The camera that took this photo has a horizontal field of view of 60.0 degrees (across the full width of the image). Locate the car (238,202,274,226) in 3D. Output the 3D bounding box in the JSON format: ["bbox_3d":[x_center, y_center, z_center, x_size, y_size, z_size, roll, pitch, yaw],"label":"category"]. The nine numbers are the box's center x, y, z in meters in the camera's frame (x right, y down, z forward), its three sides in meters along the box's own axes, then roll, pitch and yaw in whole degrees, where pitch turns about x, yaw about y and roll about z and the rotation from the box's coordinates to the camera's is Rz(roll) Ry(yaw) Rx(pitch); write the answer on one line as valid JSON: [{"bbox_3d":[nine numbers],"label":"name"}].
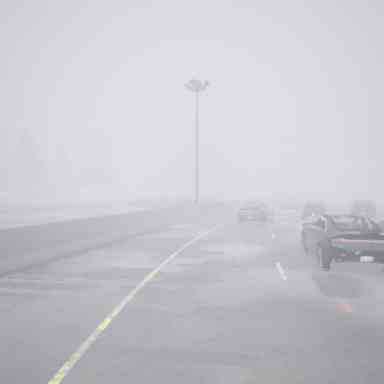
[{"bbox_3d":[4.574,1.448,23.421,2.128,1.511,4.902,0,0,22],"label":"car"}]

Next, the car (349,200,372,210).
[{"bbox_3d":[14.848,1.451,28.932,1.837,1.490,4.892,0,0,26],"label":"car"}]

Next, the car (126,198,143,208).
[{"bbox_3d":[-7.427,1.476,47.228,1.994,1.385,4.181,0,0,28],"label":"car"}]

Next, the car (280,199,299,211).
[{"bbox_3d":[11.496,1.478,37.998,2.033,1.411,5.357,0,0,28],"label":"car"}]

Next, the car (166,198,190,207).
[{"bbox_3d":[-1.211,1.483,44.013,1.994,1.385,4.181,0,0,28],"label":"car"}]

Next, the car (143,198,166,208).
[{"bbox_3d":[-4.373,1.480,45.523,1.994,1.385,4.181,0,0,28],"label":"car"}]

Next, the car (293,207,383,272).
[{"bbox_3d":[4.808,1.471,10.788,2.128,1.511,4.902,0,0,9],"label":"car"}]

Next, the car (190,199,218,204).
[{"bbox_3d":[1.992,1.523,42.574,1.895,1.301,4.718,0,0,28],"label":"car"}]

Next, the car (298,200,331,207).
[{"bbox_3d":[10.271,1.454,27.538,1.837,1.490,4.892,0,0,25],"label":"car"}]

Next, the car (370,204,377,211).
[{"bbox_3d":[8.769,1.455,12.801,1.882,1.535,5.008,0,0,12],"label":"car"}]
